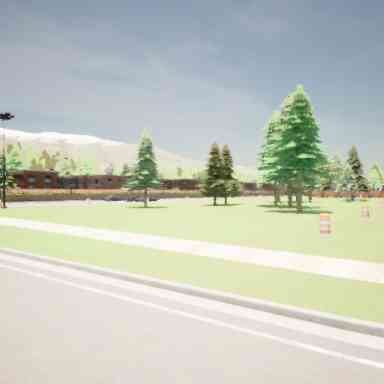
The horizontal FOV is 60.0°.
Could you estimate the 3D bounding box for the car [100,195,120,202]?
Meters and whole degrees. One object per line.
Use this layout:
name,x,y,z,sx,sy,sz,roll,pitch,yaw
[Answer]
car,-18.353,1.481,76.131,2.033,1.411,5.357,0,0,35

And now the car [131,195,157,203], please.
car,-9.742,1.490,70.122,2.033,1.411,5.357,0,0,35

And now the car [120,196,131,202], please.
car,-12.612,1.425,72.125,1.882,1.535,5.008,0,0,35
